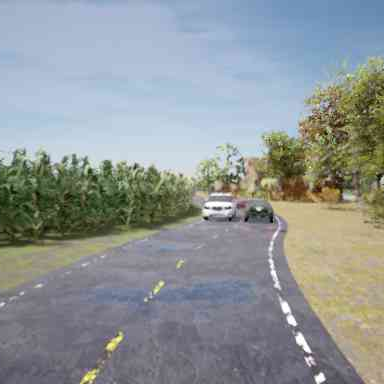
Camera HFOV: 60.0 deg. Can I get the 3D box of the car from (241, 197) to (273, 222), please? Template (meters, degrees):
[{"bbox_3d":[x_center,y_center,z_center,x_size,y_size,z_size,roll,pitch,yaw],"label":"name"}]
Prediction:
[{"bbox_3d":[5.221,1.275,26.115,2.097,1.767,4.553,0,0,11],"label":"car"}]

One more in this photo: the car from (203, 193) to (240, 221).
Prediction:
[{"bbox_3d":[2.306,1.118,26.339,2.150,2.045,5.566,1,0,11],"label":"car"}]
